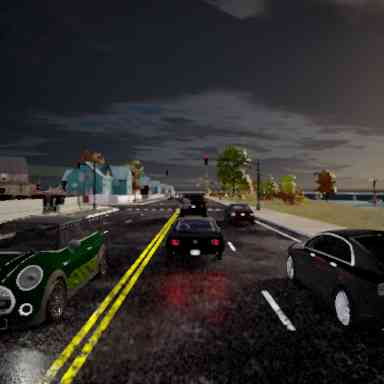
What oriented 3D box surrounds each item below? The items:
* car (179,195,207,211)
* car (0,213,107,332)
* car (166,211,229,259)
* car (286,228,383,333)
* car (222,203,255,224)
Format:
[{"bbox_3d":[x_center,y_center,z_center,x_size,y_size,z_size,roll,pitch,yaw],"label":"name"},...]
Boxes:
[{"bbox_3d":[0.115,1.222,27.893,2.150,2.045,5.566,0,0,0],"label":"car"},{"bbox_3d":[-3.345,1.350,7.124,2.097,1.767,4.553,0,0,0],"label":"car"},{"bbox_3d":[0.108,1.598,12.573,1.895,1.301,4.718,0,0,0],"label":"car"},{"bbox_3d":[3.351,1.503,6.786,1.837,1.490,4.892,0,0,0],"label":"car"},{"bbox_3d":[3.364,1.547,24.526,2.033,1.411,5.357,0,0,0],"label":"car"}]
